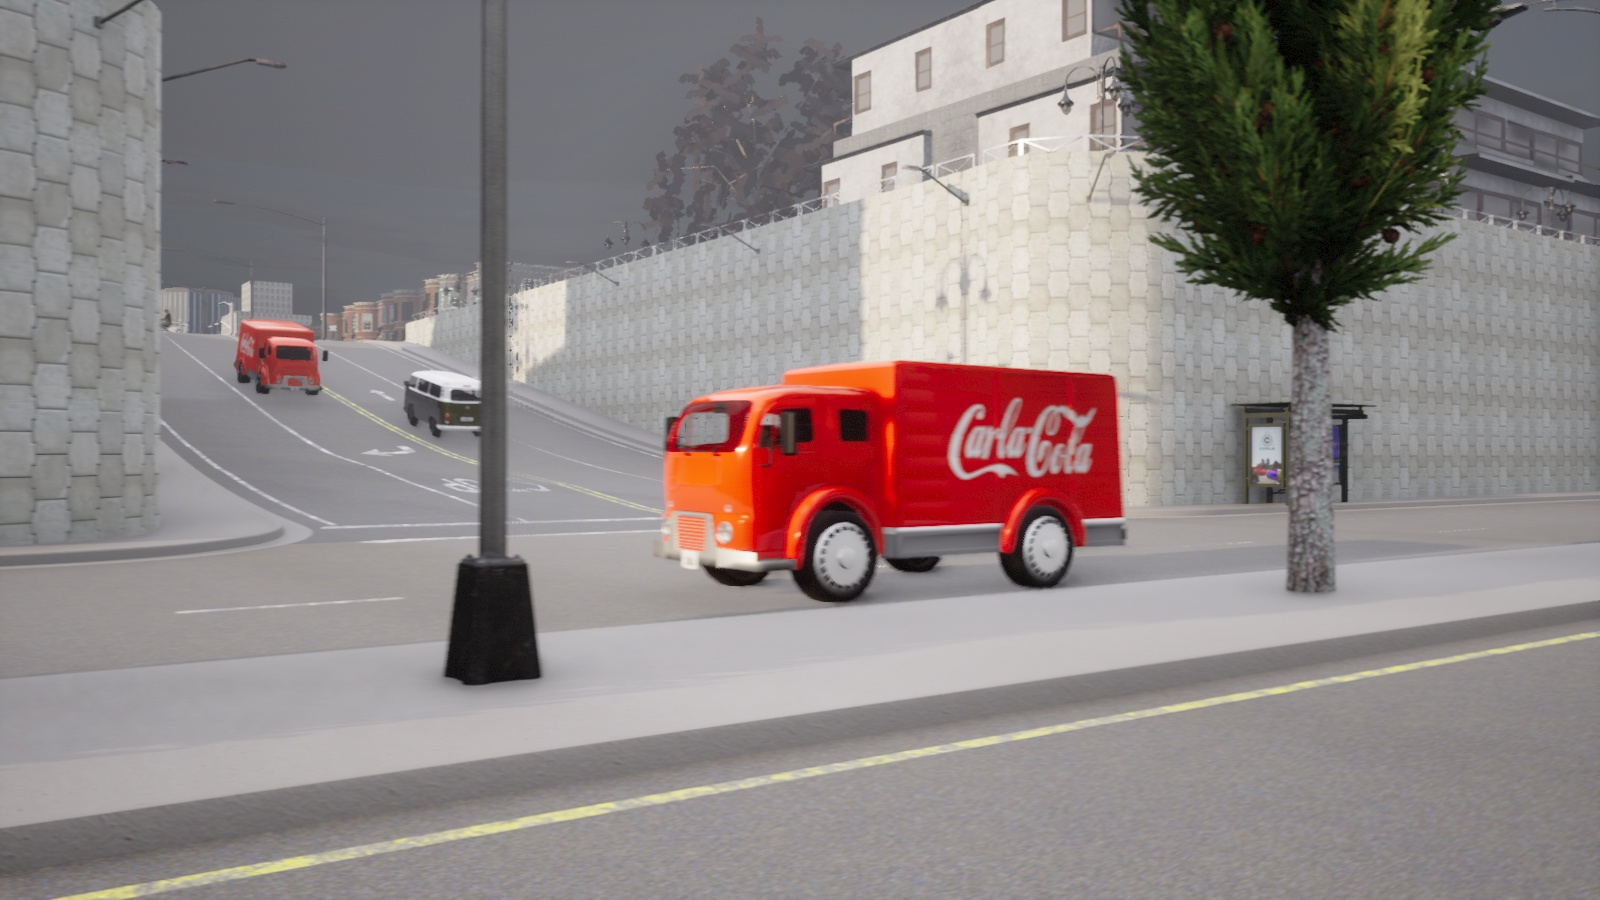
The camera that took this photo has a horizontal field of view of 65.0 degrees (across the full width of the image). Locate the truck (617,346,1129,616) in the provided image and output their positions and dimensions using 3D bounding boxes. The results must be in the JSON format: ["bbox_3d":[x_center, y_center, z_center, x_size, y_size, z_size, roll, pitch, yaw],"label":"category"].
[{"bbox_3d":[0.898,0.285,14.032,5.204,2.467,2.627,0,0,-35],"label":"truck"}]

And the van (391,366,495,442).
[{"bbox_3d":[-12.580,-1.642,44.062,2.069,2.038,4.480,0,10,-35],"label":"van"}]

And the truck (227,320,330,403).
[{"bbox_3d":[-20.613,-3.541,49.514,2.627,2.467,5.204,0,11,-35],"label":"truck"}]
